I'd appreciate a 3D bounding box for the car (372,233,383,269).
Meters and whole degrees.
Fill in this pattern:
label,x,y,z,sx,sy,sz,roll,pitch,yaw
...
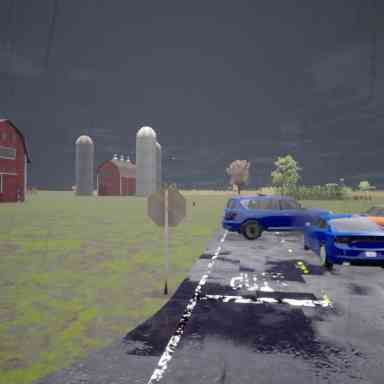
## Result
label,x,y,z,sx,sy,sz,roll,pitch,yaw
car,4.683,1.529,3.957,1.812,1.442,4.674,0,0,-11

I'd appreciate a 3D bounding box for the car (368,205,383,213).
label,x,y,z,sx,sy,sz,roll,pitch,yaw
car,8.949,1.372,15.426,2.097,1.767,4.553,0,0,-41

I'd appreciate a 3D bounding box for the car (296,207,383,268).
label,x,y,z,sx,sy,sz,roll,pitch,yaw
car,5.022,1.481,11.200,1.882,1.535,5.008,0,0,7

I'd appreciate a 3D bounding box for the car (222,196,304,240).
label,x,y,z,sx,sy,sz,roll,pitch,yaw
car,4.260,1.219,16.532,5.566,2.045,2.150,0,0,-3

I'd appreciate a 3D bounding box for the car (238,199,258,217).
label,x,y,z,sx,sy,sz,roll,pitch,yaw
car,5.557,1.503,32.976,1.837,1.490,4.892,0,0,9

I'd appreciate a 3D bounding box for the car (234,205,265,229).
label,x,y,z,sx,sy,sz,roll,pitch,yaw
car,3.880,1.601,22.673,1.895,1.301,4.718,0,0,9
